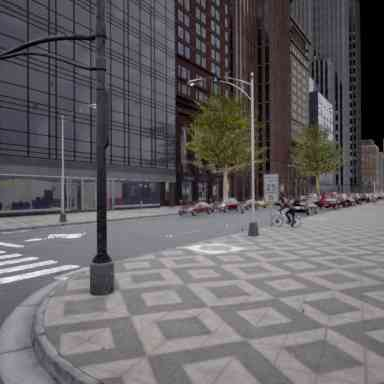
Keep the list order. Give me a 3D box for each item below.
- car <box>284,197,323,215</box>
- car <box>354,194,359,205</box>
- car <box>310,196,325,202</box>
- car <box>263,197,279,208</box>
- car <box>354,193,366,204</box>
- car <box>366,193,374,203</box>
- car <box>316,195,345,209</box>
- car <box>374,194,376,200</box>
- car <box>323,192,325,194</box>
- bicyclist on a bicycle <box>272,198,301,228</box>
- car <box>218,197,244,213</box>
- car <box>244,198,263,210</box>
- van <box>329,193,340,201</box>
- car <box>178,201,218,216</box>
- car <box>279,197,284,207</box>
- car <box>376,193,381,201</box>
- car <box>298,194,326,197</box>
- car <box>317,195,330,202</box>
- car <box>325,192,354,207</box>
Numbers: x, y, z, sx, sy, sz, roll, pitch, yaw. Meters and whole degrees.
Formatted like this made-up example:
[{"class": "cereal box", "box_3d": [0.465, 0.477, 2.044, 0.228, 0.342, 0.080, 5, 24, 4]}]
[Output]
[{"class": "car", "box_3d": [10.625, 1.424, 31.557, 1.947, 1.339, 4.313, 0, 0, 35]}, {"class": "car", "box_3d": [23.401, 1.377, 50.145, 1.947, 1.339, 4.313, 0, 0, 35]}, {"class": "car", "box_3d": [25.964, 1.417, 68.924, 1.947, 1.339, 4.313, 0, 0, 35]}, {"class": "car", "box_3d": [9.895, 1.425, 45.545, 1.752, 1.417, 4.829, 0, 0, 35]}, {"class": "car", "box_3d": [26.594, 1.117, 54.793, 2.192, 1.841, 5.009, 0, 0, 35]}, {"class": "car", "box_3d": [32.982, 1.099, 64.087, 2.192, 1.841, 5.009, 0, 0, 35]}, {"class": "car", "box_3d": [17.013, 1.377, 40.852, 1.887, 1.381, 4.507, 0, 0, 35]}, {"class": "car", "box_3d": [36.273, 1.302, 68.873, 1.752, 1.417, 4.829, -1, 0, 35]}, {"class": "car", "box_3d": [22.124, 1.051, 52.827, 2.150, 2.045, 5.566, -1, 0, 35]}, {"class": "bicyclist on a bicycle", "box_3d": [5.202, 1.177, 18.439, 1.656, 1.620, 0.582, -1, 0, 35]}, {"class": "car", "box_3d": [3.601, 1.366, 36.390, 1.967, 1.590, 4.097, 0, 0, 35]}, {"class": "car", "box_3d": [6.797, 1.494, 41.038, 1.802, 1.307, 4.206, 0, 0, 35]}, {"class": "van", "box_3d": [35.544, 1.185, 82.867, 1.690, 1.788, 3.998, -1, 0, 35]}, {"class": "car", "box_3d": [0.408, 1.524, 31.743, 1.802, 1.307, 4.206, 0, 0, 35]}, {"class": "car", "box_3d": [13.186, 1.455, 50.334, 1.947, 1.339, 4.313, 0, 0, 35]}, {"class": "car", "box_3d": [42.565, 1.358, 78.027, 1.802, 1.307, 4.206, -1, 0, 35]}, {"class": "car", "box_3d": [15.263, 1.341, 42.841, 2.128, 1.511, 4.902, -1, 0, 34]}, {"class": "car", "box_3d": [29.158, 1.426, 73.570, 1.802, 1.307, 4.206, 0, 0, 35]}, {"class": "car", "box_3d": [20.206, 1.136, 45.500, 2.192, 1.841, 5.009, 0, 0, 35]}]
